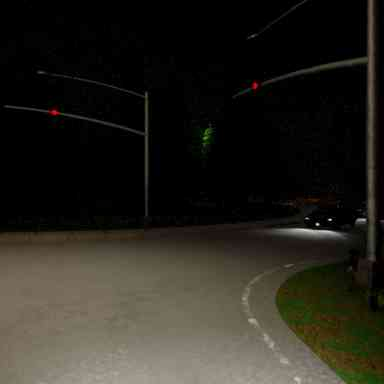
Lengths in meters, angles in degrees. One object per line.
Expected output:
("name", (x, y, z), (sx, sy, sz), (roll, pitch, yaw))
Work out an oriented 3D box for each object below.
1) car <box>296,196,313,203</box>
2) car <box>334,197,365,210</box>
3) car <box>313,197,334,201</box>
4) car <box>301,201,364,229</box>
("car", (19.575, 1.451, 56.096), (1.882, 1.535, 5.008), (0, 0, -16))
("car", (14.341, 1.478, 30.425), (1.837, 1.490, 4.892), (0, 0, 20))
("car", (16.655, 1.451, 40.486), (1.882, 1.535, 5.008), (0, 0, 8))
("car", (9.167, 1.521, 21.628), (2.033, 1.411, 5.357), (0, 0, 41))
